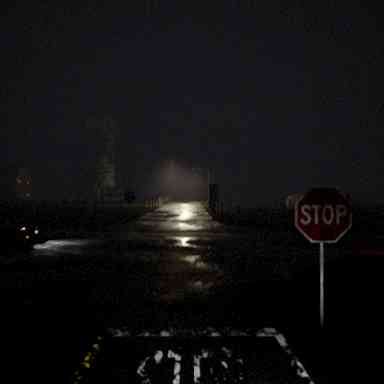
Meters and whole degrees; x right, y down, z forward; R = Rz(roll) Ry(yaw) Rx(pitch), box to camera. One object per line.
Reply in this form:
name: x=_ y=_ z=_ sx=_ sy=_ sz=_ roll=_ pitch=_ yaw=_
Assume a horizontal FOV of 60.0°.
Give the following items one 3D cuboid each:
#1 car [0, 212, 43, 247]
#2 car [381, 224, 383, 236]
car: x=-8.654 y=1.506 z=14.200 sx=4.181 sy=1.385 sz=1.994 roll=1 pitch=-1 yaw=-1
car: x=10.951 y=1.624 z=14.506 sx=4.902 sy=1.511 sz=2.128 roll=1 pitch=-1 yaw=-1
